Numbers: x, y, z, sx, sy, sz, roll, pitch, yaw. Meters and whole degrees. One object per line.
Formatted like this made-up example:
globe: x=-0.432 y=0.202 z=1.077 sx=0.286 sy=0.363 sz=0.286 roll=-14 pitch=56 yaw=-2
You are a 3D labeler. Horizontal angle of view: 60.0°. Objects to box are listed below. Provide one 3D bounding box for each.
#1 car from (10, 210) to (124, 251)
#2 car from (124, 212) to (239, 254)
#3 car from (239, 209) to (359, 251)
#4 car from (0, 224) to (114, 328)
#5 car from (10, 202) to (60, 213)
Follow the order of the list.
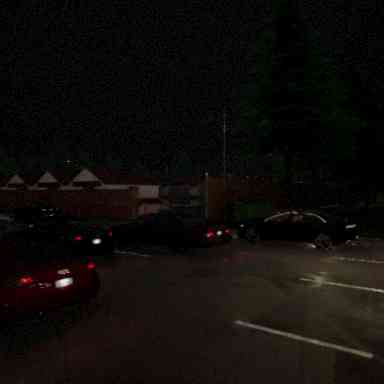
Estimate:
car: x=-4.702 y=1.566 z=11.862 sx=4.181 sy=1.385 sz=1.994 roll=0 pitch=0 yaw=35
car: x=-1.046 y=1.549 z=13.569 sx=5.357 sy=1.411 sz=2.033 roll=0 pitch=0 yaw=35
car: x=4.324 y=1.492 z=14.070 sx=4.902 sy=1.511 sz=2.128 roll=0 pitch=0 yaw=35
car: x=-3.889 y=1.565 z=7.008 sx=4.181 sy=1.385 sz=1.994 roll=0 pitch=0 yaw=35
car: x=-12.187 y=1.497 z=25.695 sx=4.902 sy=1.511 sz=2.128 roll=0 pitch=0 yaw=35
